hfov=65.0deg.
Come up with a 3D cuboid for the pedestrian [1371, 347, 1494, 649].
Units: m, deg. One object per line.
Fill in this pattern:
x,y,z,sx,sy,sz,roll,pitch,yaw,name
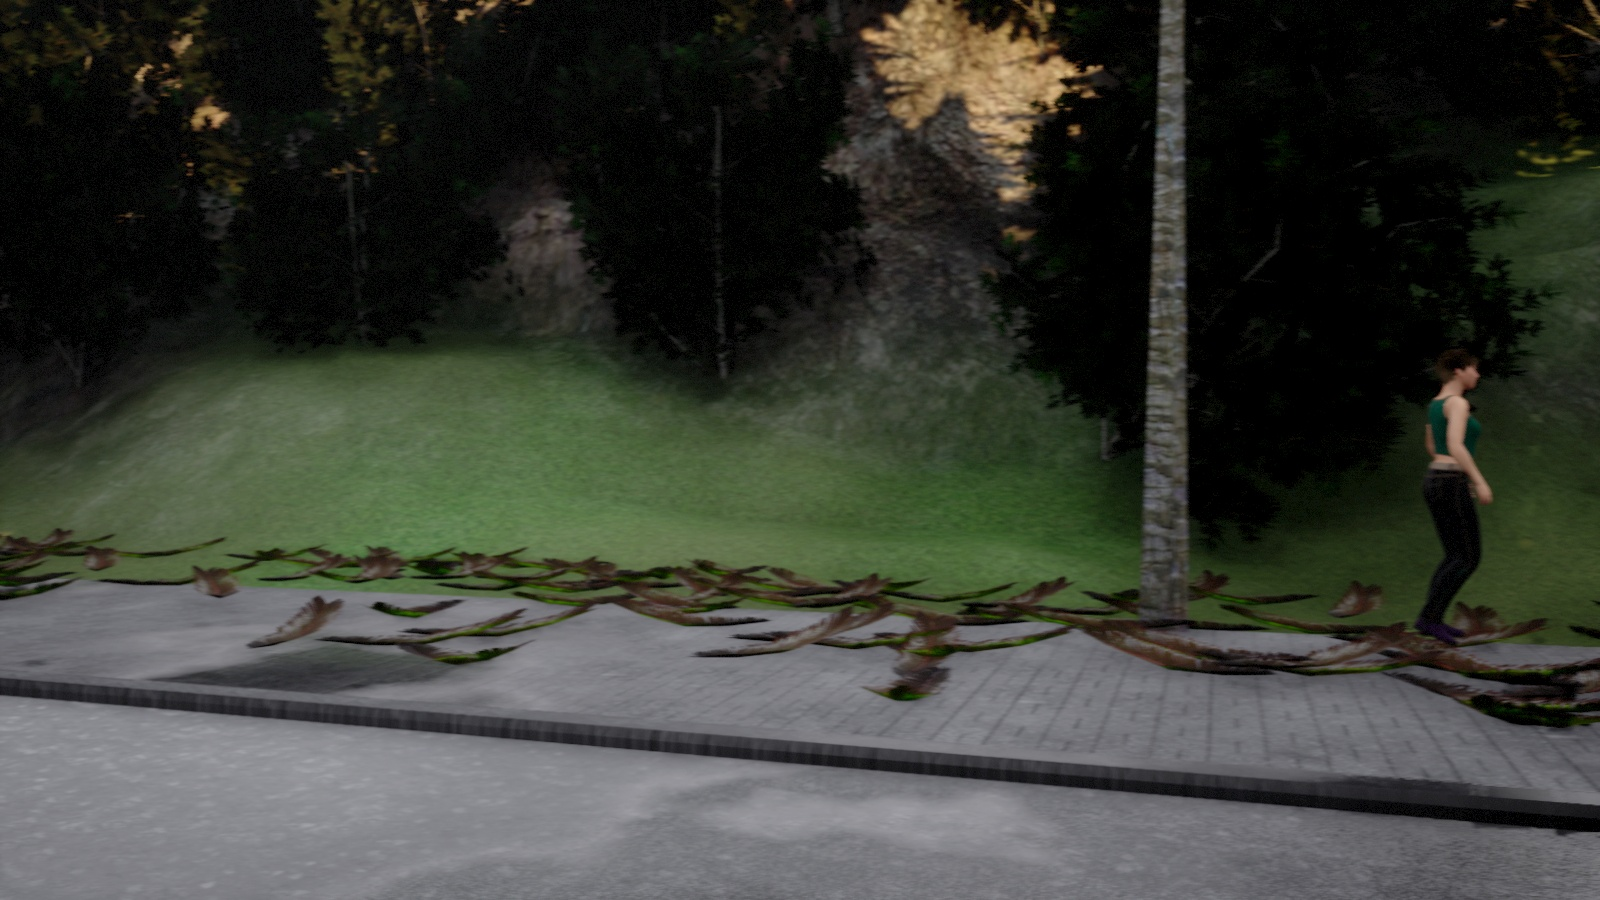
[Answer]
3.940,0.288,7.841,0.594,1.836,0.345,0,1,11,pedestrian
